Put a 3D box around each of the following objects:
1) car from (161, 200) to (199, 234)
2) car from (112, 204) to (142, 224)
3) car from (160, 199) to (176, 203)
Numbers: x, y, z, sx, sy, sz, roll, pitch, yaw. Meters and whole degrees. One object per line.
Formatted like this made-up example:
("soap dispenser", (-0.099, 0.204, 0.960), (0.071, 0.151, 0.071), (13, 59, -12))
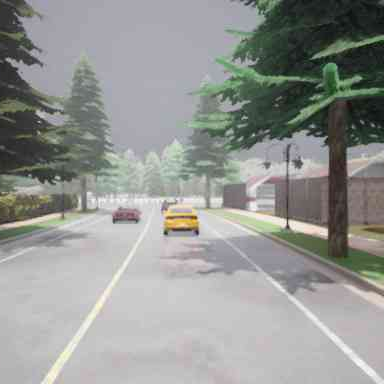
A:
("car", (-0.669, 1.492, 19.306), (1.882, 1.535, 5.008), (0, 0, -4))
("car", (-4.836, 1.625, 25.130), (1.895, 1.301, 4.718), (0, 0, -5))
("car", (-2.400, 1.520, 36.377), (2.128, 1.511, 4.902), (0, 0, -7))
